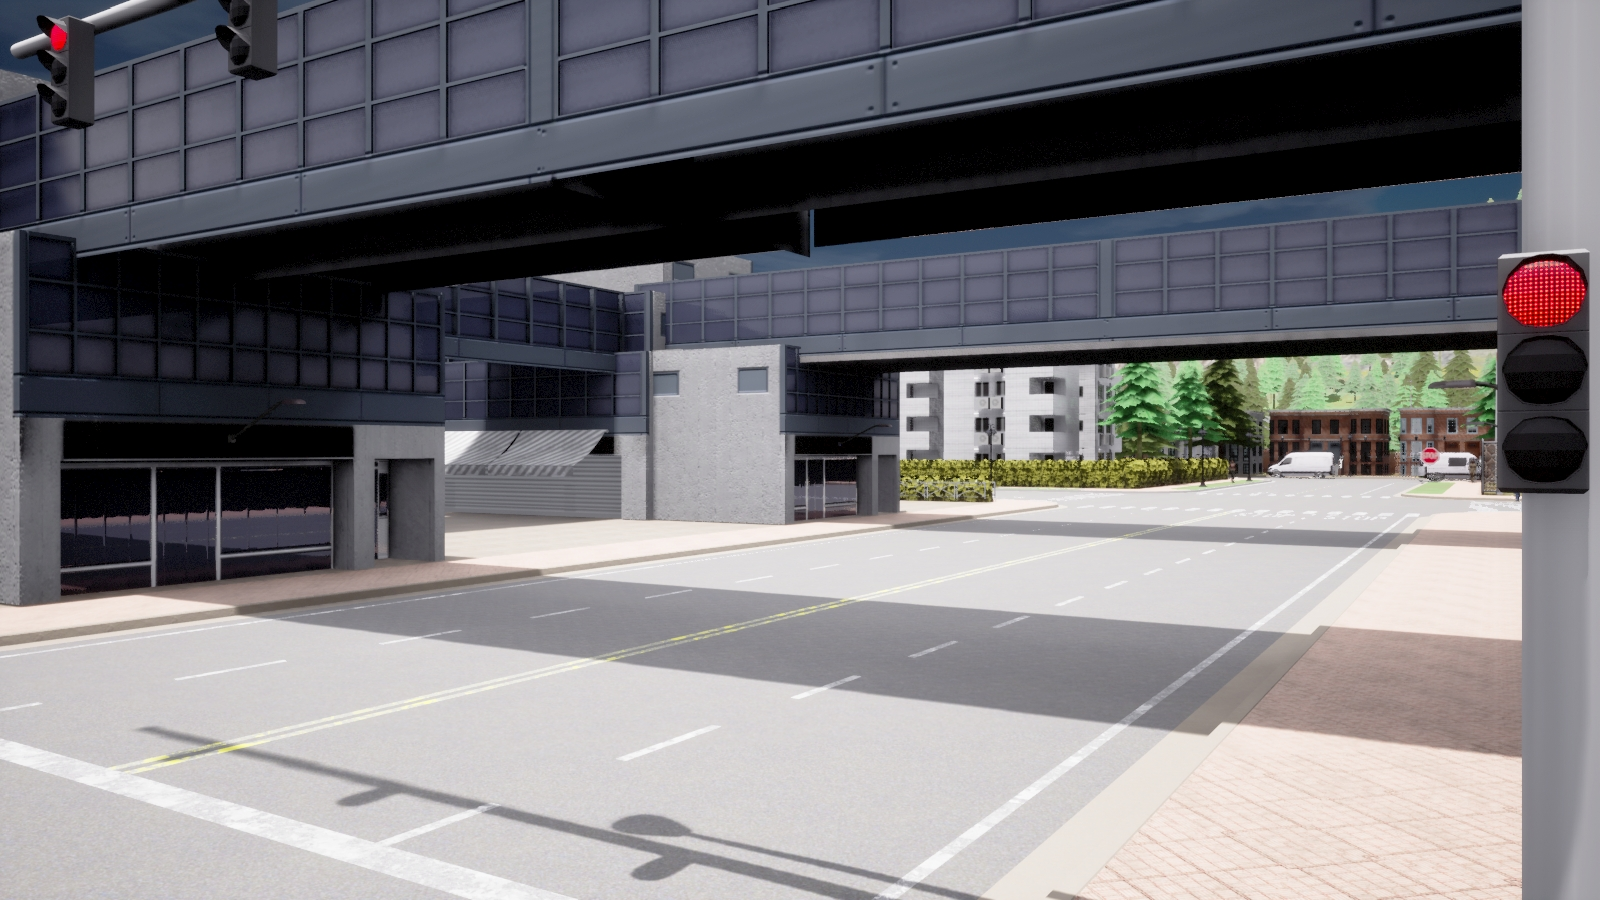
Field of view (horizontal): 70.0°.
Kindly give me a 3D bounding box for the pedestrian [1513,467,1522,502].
[{"bbox_3d":[38.377,1.849,61.112,0.375,1.860,0.375,0,0,31],"label":"pedestrian"}]
